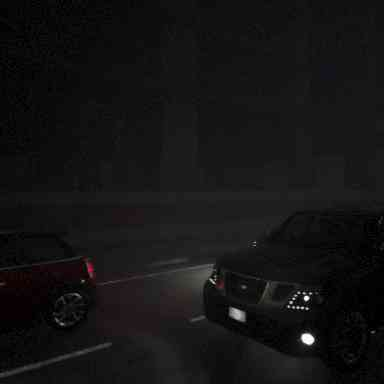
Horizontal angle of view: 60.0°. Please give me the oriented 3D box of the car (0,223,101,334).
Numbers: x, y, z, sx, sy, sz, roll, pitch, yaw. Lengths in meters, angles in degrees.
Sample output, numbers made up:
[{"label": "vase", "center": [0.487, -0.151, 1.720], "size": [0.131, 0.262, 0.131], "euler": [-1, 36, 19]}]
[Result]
[{"label": "car", "center": [-3.958, 1.470, 5.461], "size": [4.553, 1.767, 2.097], "euler": [0, -1, -36]}]

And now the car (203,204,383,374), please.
[{"label": "car", "center": [2.813, 1.272, 6.089], "size": [5.566, 2.045, 2.150], "euler": [0, -1, -37]}]

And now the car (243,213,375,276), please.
[{"label": "car", "center": [4.173, 1.606, 11.454], "size": [4.892, 1.490, 1.837], "euler": [0, -1, -37]}]
